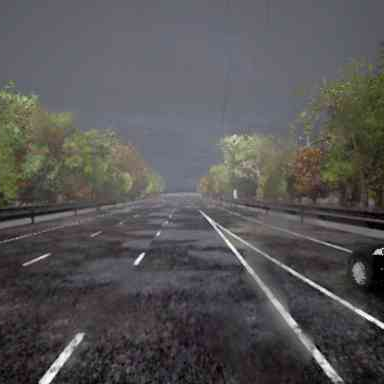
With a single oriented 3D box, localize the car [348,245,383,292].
[{"bbox_3d":[4.951,1.549,6.393,1.837,1.490,4.892,0,0,-5],"label":"car"}]
